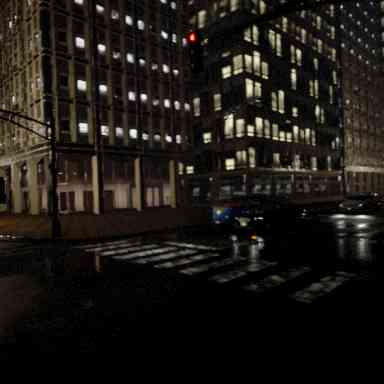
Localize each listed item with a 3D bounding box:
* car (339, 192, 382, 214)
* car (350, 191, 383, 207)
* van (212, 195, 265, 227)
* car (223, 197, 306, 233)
[{"bbox_3d":[13.386,0.909,26.525,4.674,1.442,1.812,-2,0,-45],"label":"car"},{"bbox_3d":[18.641,0.730,35.322,4.829,1.417,1.752,-2,0,-44],"label":"car"},{"bbox_3d":[2.903,1.102,19.905,3.998,1.788,1.690,-2,0,-44],"label":"van"},{"bbox_3d":[4.181,1.202,17.523,4.902,1.511,2.128,-2,0,-44],"label":"car"}]
